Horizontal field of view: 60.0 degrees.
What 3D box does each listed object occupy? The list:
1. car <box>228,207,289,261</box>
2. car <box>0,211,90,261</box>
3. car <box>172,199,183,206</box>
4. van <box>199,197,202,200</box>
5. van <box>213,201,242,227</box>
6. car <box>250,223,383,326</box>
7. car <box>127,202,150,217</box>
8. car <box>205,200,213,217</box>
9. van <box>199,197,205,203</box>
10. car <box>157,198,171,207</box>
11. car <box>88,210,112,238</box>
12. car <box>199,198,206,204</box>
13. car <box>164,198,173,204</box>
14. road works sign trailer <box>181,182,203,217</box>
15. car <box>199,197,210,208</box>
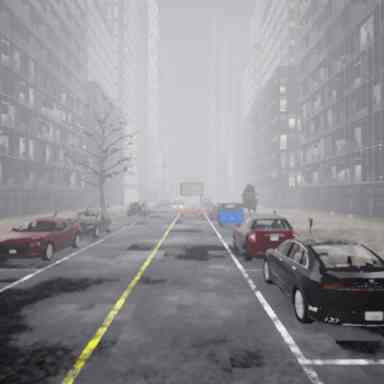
[{"bbox_3d":[2.692,1.558,12.788,1.967,1.590,4.097,0,-1,0],"label":"car"},{"bbox_3d":[-5.688,1.663,12.809,1.887,1.381,4.507,0,-1,0],"label":"car"},{"bbox_3d":[-2.965,2.244,71.750,1.895,1.301,4.718,0,-1,0],"label":"car"},{"bbox_3d":[2.717,1.923,64.016,1.690,1.788,3.998,0,-1,0],"label":"van"},{"bbox_3d":[2.697,1.563,24.173,1.690,1.788,3.998,0,-1,0],"label":"van"},{"bbox_3d":[2.690,1.617,7.095,2.008,1.369,4.403,0,-1,0],"label":"car"},{"bbox_3d":[-5.677,1.766,35.576,1.967,1.590,4.097,0,-1,0],"label":"car"},{"bbox_3d":[2.704,1.853,35.726,1.752,1.417,4.829,0,-1,0],"label":"car"},{"bbox_3d":[2.732,2.172,92.476,1.690,1.788,3.998,0,0,0],"label":"van"},{"bbox_3d":[-5.662,2.106,63.863,1.752,1.417,4.829,0,-1,0],"label":"car"},{"bbox_3d":[-5.685,1.721,18.500,2.008,1.369,4.403,0,-1,0],"label":"car"},{"bbox_3d":[2.730,2.364,86.782,1.802,1.307,4.206,0,0,0],"label":"car"},{"bbox_3d":[-5.654,2.173,81.110,1.967,1.590,4.097,0,-1,0],"label":"car"},{"bbox_3d":[0.017,0.787,35.146,2.380,3.560,2.880,0,-1,0],"label":"road works sign trailer"},{"bbox_3d":[2.716,2.097,58.322,1.947,1.339,4.313,0,-1,0],"label":"car"}]
